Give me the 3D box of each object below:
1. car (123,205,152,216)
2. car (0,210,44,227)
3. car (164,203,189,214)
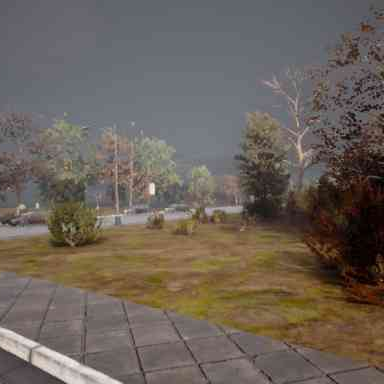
[{"bbox_3d":[-7.826,2.574,47.658,2.128,1.511,4.902,-3,-2,32],"label":"car"},{"bbox_3d":[-14.419,2.401,30.761,2.033,1.411,5.357,-3,-2,33],"label":"car"},{"bbox_3d":[-2.310,2.450,49.834,2.128,1.511,4.902,-3,-2,32],"label":"car"}]
